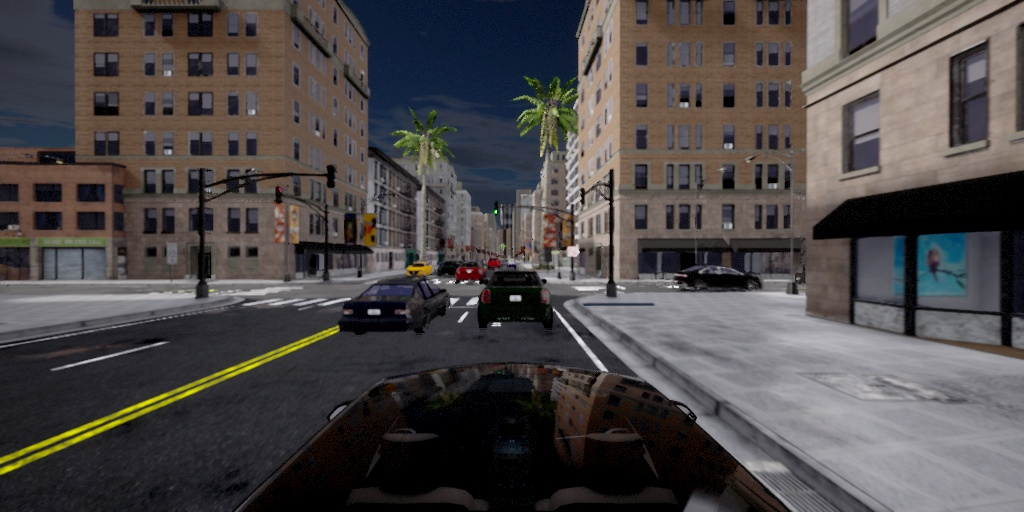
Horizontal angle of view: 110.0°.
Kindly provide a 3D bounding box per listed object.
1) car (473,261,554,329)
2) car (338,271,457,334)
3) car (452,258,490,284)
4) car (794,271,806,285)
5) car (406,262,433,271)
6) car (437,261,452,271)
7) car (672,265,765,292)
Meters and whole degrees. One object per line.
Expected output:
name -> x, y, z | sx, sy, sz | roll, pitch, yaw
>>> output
car -> 0.096, 1.149, 11.631 | 2.097, 1.767, 4.553 | 0, 0, 0
car -> -3.157, 1.340, 10.710 | 2.033, 1.411, 5.357 | 0, 0, 0
car -> -3.166, 1.219, 28.662 | 2.097, 1.767, 4.553 | 0, -1, 0
car -> 21.299, 1.341, 24.164 | 4.181, 1.385, 1.994 | 0, 0, 0
car -> -9.861, 1.414, 38.482 | 1.882, 1.535, 5.008 | 0, 0, 1
car -> -6.609, 1.288, 38.475 | 2.097, 1.767, 4.553 | 0, 0, 0
car -> 12.034, 1.308, 21.015 | 4.902, 1.511, 2.128 | 0, 0, 0
